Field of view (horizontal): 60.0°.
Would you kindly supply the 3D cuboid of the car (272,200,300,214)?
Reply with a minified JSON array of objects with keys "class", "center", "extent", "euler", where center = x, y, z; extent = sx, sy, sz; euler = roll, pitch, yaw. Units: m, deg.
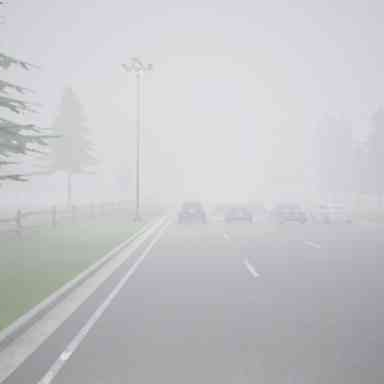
[{"class":"car","center":[10.519,1.663,37.491],"extent":[1.994,1.385,4.181],"euler":[0,0,0]}]

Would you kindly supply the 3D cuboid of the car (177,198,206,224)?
[{"class":"car","center":[0.001,1.419,25.665],"extent":[2.097,1.767,4.553],"euler":[0,0,0]}]

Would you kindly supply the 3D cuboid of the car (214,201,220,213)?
[{"class":"car","center":[3.522,1.701,38.015],"extent":[1.895,1.301,4.718],"euler":[0,0,1]}]

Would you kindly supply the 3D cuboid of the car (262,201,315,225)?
[{"class":"car","center":[6.997,1.613,24.747],"extent":[2.033,1.411,5.357],"euler":[0,0,0]}]

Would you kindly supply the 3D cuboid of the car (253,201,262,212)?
[{"class":"car","center":[7.018,1.663,37.569],"extent":[1.994,1.385,4.181],"euler":[0,0,0]}]

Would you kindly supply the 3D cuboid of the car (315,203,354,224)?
[{"class":"car","center":[10.497,1.592,25.209],"extent":[1.812,1.442,4.674],"euler":[0,0,0]}]

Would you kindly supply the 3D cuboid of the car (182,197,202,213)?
[{"class":"car","center":[0.031,1.452,38.648],"extent":[2.097,1.767,4.553],"euler":[0,0,1]}]

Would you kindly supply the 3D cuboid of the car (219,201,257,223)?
[{"class":"car","center":[3.502,1.632,25.983],"extent":[1.994,1.385,4.181],"euler":[0,0,0]}]
